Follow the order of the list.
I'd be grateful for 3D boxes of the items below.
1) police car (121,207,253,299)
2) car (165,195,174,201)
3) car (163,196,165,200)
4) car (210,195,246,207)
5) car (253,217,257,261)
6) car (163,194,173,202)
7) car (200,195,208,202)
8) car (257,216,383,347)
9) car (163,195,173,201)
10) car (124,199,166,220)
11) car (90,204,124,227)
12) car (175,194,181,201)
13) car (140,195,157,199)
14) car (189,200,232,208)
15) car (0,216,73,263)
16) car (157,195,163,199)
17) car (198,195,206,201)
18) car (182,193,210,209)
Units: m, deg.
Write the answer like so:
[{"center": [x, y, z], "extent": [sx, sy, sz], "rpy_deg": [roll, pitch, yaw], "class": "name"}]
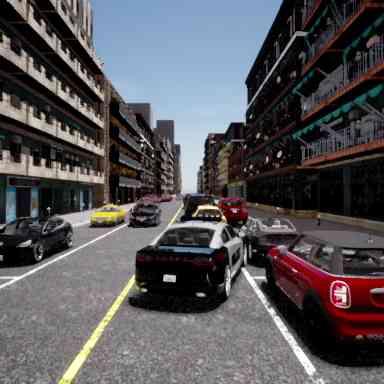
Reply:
[{"center": [0.293, 1.424, 8.749], "extent": [1.930, 1.638, 5.238], "rpy_deg": [0, 0, 16], "class": "police car"}, {"center": [-5.747, 1.516, 85.238], "extent": [1.887, 1.381, 4.507], "rpy_deg": [0, 0, 0], "class": "car"}, {"center": [-5.724, 1.570, 51.420], "extent": [1.802, 1.307, 4.206], "rpy_deg": [0, 0, 0], "class": "car"}, {"center": [2.678, 1.312, 23.239], "extent": [2.192, 1.841, 5.009], "rpy_deg": [0, 0, 0], "class": "car"}, {"center": [2.684, 1.550, 11.966], "extent": [2.008, 1.369, 4.403], "rpy_deg": [0, 0, 0], "class": "car"}, {"center": [-5.738, 1.293, 73.965], "extent": [2.192, 1.841, 5.009], "rpy_deg": [0, 0, 0], "class": "car"}, {"center": [2.641, 1.503, 74.137], "extent": [1.752, 1.417, 4.829], "rpy_deg": [0, 0, 0], "class": "car"}, {"center": [2.688, 1.440, 6.331], "extent": [1.967, 1.590, 4.097], "rpy_deg": [0, 0, 0], "class": "car"}, {"center": [-5.743, 1.415, 79.601], "extent": [1.967, 1.590, 4.097], "rpy_deg": [0, 0, 0], "class": "car"}, {"center": [-3.115, 1.502, 22.984], "extent": [1.837, 1.490, 4.892], "rpy_deg": [0, 0, 0], "class": "car"}, {"center": [-5.704, 1.523, 23.067], "extent": [1.752, 1.417, 4.829], "rpy_deg": [0, 0, 0], "class": "car"}, {"center": [-3.056, 1.325, 82.452], "extent": [2.097, 1.767, 4.553], "rpy_deg": [0, 0, 0], "class": "car"}, {"center": [-5.716, 1.432, 40.147], "extent": [1.967, 1.590, 4.097], "rpy_deg": [0, 0, 0], "class": "car"}, {"center": [0.888, 1.454, 18.653], "extent": [1.801, 1.575, 5.366], "rpy_deg": [0, 0, 0], "class": "car"}, {"center": [-5.697, 1.565, 11.964], "extent": [1.947, 1.339, 4.313], "rpy_deg": [0, 0, 0], "class": "car"}, {"center": [-5.719, 1.305, 45.784], "extent": [2.192, 1.841, 5.009], "rpy_deg": [0, 0, 0], "class": "car"}, {"center": [2.633, 1.516, 85.240], "extent": [1.887, 1.381, 4.507], "rpy_deg": [0, 0, 0], "class": "car"}, {"center": [0.561, 1.216, 24.450], "extent": [2.150, 2.045, 5.566], "rpy_deg": [0, 0, -3], "class": "car"}]
